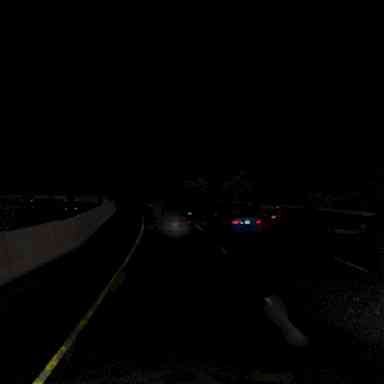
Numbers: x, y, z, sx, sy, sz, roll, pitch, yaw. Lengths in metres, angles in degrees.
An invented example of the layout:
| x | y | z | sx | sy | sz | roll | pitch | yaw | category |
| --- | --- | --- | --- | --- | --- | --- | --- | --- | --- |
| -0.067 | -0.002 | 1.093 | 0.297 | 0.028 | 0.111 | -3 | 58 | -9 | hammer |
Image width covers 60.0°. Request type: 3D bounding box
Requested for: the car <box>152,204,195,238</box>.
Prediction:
| x | y | z | sx | sy | sz | roll | pitch | yaw | category |
| --- | --- | --- | --- | --- | --- | --- | --- | --- | --- |
| -0.975 | 1.564 | 17.754 | 1.994 | 1.385 | 4.181 | 0 | 0 | -6 | car |

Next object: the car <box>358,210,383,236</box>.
| x | y | z | sx | sy | sz | roll | pitch | yaw | category |
| --- | --- | --- | --- | --- | --- | --- | --- | --- | --- |
| 9.783 | 1.491 | 15.555 | 1.837 | 1.490 | 4.892 | 0 | 0 | -5 | car |

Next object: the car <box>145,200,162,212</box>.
| x | y | z | sx | sy | sz | roll | pitch | yaw | category |
| --- | --- | --- | --- | --- | --- | --- | --- | --- | --- |
| -4.530 | 1.605 | 39.567 | 1.895 | 1.301 | 4.718 | 0 | 0 | -13 | car |

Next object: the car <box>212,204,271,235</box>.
| x | y | z | sx | sy | sz | roll | pitch | yaw | category |
| --- | --- | --- | --- | --- | --- | --- | --- | --- | --- |
| 2.458 | 1.544 | 18.954 | 2.033 | 1.411 | 5.357 | 0 | 0 | -6 | car |

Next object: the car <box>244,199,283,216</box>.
| x | y | z | sx | sy | sz | roll | pitch | yaw | category |
| --- | --- | --- | --- | --- | --- | --- | --- | --- | --- |
| 7.248 | 1.536 | 34.449 | 2.033 | 1.411 | 5.357 | 0 | 0 | -10 | car |

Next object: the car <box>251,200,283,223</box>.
| x | y | z | sx | sy | sz | roll | pitch | yaw | category |
| --- | --- | --- | --- | --- | --- | --- | --- | --- | --- |
| 5.220 | 1.517 | 24.880 | 1.812 | 1.442 | 4.674 | 0 | 0 | -8 | car |
